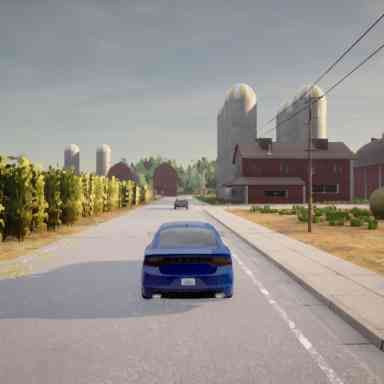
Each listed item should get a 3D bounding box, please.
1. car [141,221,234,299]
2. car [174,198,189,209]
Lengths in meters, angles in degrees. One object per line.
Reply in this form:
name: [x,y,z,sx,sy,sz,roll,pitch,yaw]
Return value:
car: [-0.141,1.478,8.510,1.882,1.535,5.008,0,0,-2]
car: [-1.437,1.489,44.176,2.128,1.511,4.902,0,0,-2]
